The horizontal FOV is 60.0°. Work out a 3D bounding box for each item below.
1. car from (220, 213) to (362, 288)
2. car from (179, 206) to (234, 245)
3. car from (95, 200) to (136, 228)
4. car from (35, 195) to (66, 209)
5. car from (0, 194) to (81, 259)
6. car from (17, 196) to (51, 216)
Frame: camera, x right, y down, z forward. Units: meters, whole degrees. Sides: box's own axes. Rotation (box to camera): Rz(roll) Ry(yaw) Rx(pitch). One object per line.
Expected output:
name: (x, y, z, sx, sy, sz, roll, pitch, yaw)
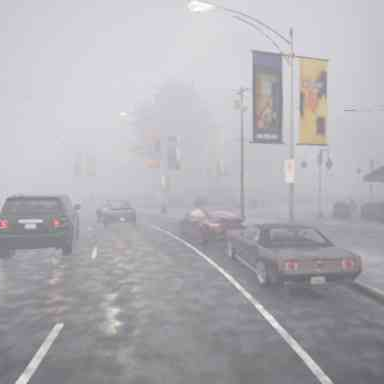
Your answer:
car: (2.255, 1.462, 8.901, 1.895, 1.301, 4.718, 0, 1, -7)
car: (0.795, 1.317, 14.441, 2.002, 1.452, 4.674, 0, 1, -17)
car: (-4.728, 1.234, 20.241, 2.128, 1.511, 4.902, -1, 1, -23)
car: (-16.490, 1.091, 38.572, 2.033, 1.411, 5.357, -1, 1, -37)
car: (-5.462, 1.075, 12.353, 2.150, 2.045, 5.566, 0, 1, -16)
car: (-13.803, 1.169, 28.911, 1.837, 1.490, 4.892, 0, 1, -35)
